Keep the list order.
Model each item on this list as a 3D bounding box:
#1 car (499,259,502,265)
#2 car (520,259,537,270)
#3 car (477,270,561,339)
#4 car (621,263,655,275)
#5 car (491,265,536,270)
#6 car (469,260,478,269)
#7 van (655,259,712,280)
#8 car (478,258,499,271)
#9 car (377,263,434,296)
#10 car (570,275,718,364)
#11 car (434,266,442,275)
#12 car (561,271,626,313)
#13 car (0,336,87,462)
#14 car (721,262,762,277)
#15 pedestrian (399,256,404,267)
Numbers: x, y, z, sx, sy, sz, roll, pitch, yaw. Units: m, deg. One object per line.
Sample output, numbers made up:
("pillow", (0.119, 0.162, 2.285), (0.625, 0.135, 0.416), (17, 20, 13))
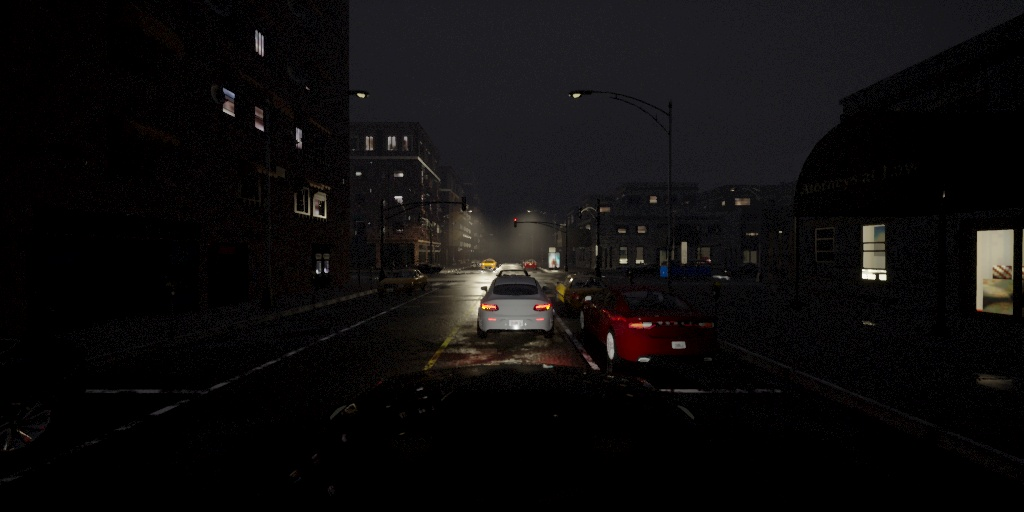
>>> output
("car", (-3.184, 1.281, 64.088), (2.128, 1.511, 4.902), (0, 0, 0))
("car", (2.593, 1.213, 51.850), (1.967, 1.591, 4.097), (0, 0, 0))
("car", (0.084, 1.276, 9.999), (1.812, 1.442, 4.674), (0, 0, 0))
("car", (13.423, 1.382, 35.949), (4.718, 1.301, 1.895), (0, 0, -1))
("car", (0.076, 1.353, 19.110), (1.895, 1.301, 4.718), (0, 0, 0))
("car", (-5.799, 1.331, 57.518), (2.007, 1.370, 4.403), (0, 0, 0))
("van", (14.600, 1.164, 30.172), (3.998, 1.789, 1.690), (0, 0, -1))
("car", (-3.184, 1.249, 50.111), (1.882, 1.535, 5.008), (0, 0, 0))
("car", (-5.725, 1.278, 19.197), (1.751, 1.417, 4.829), (0, 0, 0))
("car", (2.678, 1.295, 7.985), (1.888, 1.381, 4.507), (0, 0, 0))
("car", (-9.534, 1.331, 36.062), (4.718, 1.301, 1.895), (0, 1, -21))
("car", (2.667, 1.276, 13.852), (1.751, 1.417, 4.829), (0, 0, 0))
("car", (-5.692, 1.316, 2.277), (1.948, 1.339, 4.313), (0, 0, 0))
("car", (23.466, 1.371, 36.041), (4.181, 1.385, 1.994), (0, 0, 0))
("pedestrian", (-12.707, 0.831, 41.234), (0.375, 1.860, 0.375), (0, 0, -1))
